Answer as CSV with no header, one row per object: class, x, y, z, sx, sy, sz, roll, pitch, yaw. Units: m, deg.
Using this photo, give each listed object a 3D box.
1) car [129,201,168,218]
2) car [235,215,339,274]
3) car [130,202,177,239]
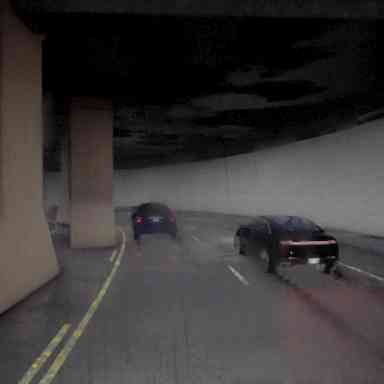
car,-4.267,1.620,31.917,1.895,1.301,4.718,0,0,-32
car,2.711,1.480,10.572,2.128,1.511,4.902,0,0,-7
car,-2.181,1.362,17.870,2.097,1.767,4.553,0,0,-13
